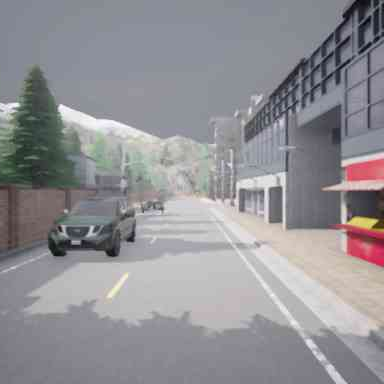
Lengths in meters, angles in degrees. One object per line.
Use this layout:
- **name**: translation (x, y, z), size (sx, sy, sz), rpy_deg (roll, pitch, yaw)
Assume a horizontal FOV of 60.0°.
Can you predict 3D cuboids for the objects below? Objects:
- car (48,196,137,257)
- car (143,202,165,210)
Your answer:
- **car**: translation (-3.602, 1.198, 13.172), size (2.150, 2.045, 5.566), rpy_deg (0, 1, 1)
- **car**: translation (-3.537, 1.219, 31.230), size (1.994, 1.385, 4.181), rpy_deg (0, 0, 0)
